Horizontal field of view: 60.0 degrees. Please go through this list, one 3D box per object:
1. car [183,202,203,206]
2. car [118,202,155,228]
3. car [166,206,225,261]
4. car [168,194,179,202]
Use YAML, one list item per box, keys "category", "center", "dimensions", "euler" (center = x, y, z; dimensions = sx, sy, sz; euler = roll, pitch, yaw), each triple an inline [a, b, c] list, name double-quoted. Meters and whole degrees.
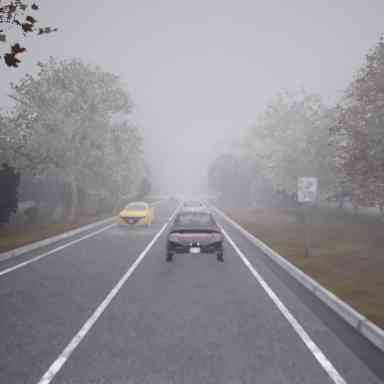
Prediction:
- category: "car"
  center: [0.100, 1.520, 30.328]
  dimensions: [1.895, 1.301, 4.718]
  euler: [0, 0, 0]
- category: "car"
  center: [-3.600, 1.436, 22.216]
  dimensions: [1.882, 1.535, 5.008]
  euler: [0, 0, 0]
- category: "car"
  center: [0.098, 1.482, 12.169]
  dimensions: [2.128, 1.511, 4.902]
  euler: [0, 0, 0]
- category: "car"
  center: [-3.521, 1.180, 63.373]
  dimensions: [1.837, 1.490, 4.892]
  euler: [0, 0, 1]
